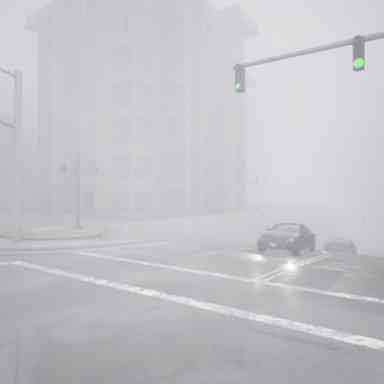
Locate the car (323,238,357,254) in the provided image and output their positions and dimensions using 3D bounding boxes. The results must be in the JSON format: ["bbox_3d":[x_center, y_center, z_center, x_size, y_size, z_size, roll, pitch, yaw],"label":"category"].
[{"bbox_3d":[12.152,4.472,27.138,1.882,1.535,5.008,0,-13,35],"label":"car"}]

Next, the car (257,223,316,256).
[{"bbox_3d":[4.843,2.258,16.567,1.812,1.442,4.674,0,-5,33],"label":"car"}]

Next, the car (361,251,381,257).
[{"bbox_3d":[22.951,8.383,42.622,2.097,1.767,4.553,0,-9,35],"label":"car"}]
